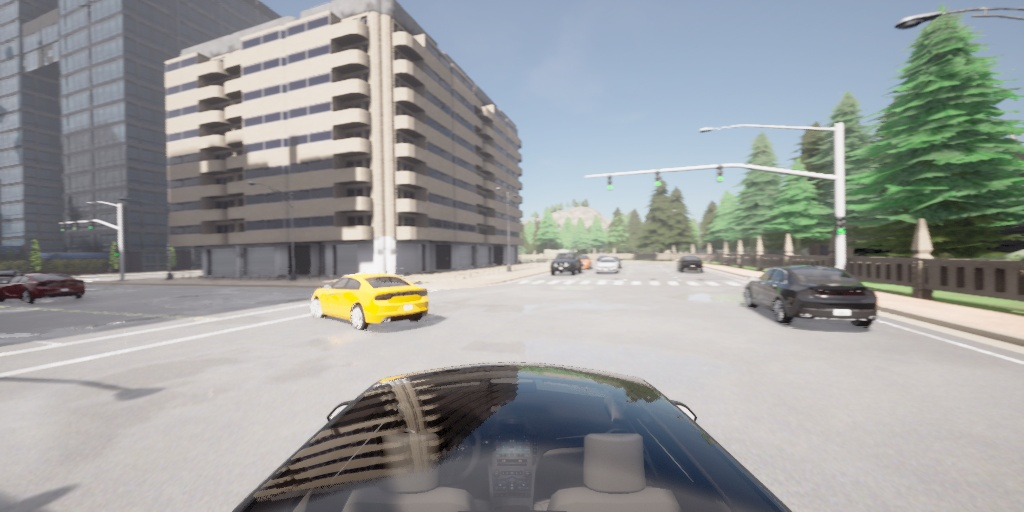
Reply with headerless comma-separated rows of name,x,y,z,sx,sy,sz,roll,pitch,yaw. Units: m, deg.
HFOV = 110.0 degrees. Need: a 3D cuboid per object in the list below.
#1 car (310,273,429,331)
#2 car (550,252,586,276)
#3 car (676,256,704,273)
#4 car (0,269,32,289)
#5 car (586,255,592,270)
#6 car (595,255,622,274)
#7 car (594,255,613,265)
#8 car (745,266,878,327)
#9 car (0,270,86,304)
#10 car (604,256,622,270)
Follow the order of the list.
car,-4.674,1.291,11.481,5.008,1.535,1.882,-1,-1,42
car,5.096,0.669,33.207,2.150,2.045,5.566,-1,0,20
car,16.582,0.697,33.591,1.882,1.535,5.008,-1,0,20
car,-42.886,1.953,30.413,4.902,1.511,2.128,-1,1,41
car,8.180,0.684,42.209,2.097,1.767,4.553,-1,0,19
car,9.050,0.891,33.843,1.812,1.442,4.674,-1,0,20
car,14.578,0.640,57.119,1.812,1.442,4.674,-1,0,1
car,8.412,1.026,10.550,1.837,1.490,4.892,-1,0,20
car,-25.749,1.670,19.566,5.008,1.535,1.882,-1,0,19
car,11.978,0.781,42.460,1.812,1.442,4.674,-1,0,18
